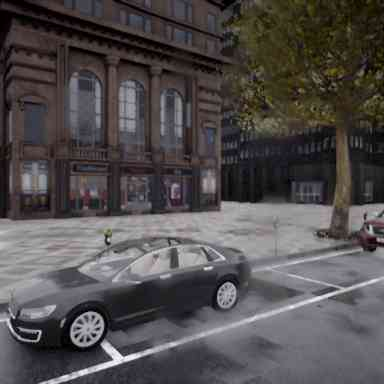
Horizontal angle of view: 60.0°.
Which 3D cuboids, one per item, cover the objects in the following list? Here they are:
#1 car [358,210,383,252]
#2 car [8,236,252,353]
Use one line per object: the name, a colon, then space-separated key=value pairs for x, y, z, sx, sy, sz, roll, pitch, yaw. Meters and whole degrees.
car: x=8.402 y=1.302 z=12.646 sx=5.009 sy=1.841 sz=2.192 roll=0 pitch=0 yaw=-36
car: x=-0.840 y=1.548 z=6.051 sx=4.403 sy=1.369 sz=2.008 roll=0 pitch=0 yaw=-36
